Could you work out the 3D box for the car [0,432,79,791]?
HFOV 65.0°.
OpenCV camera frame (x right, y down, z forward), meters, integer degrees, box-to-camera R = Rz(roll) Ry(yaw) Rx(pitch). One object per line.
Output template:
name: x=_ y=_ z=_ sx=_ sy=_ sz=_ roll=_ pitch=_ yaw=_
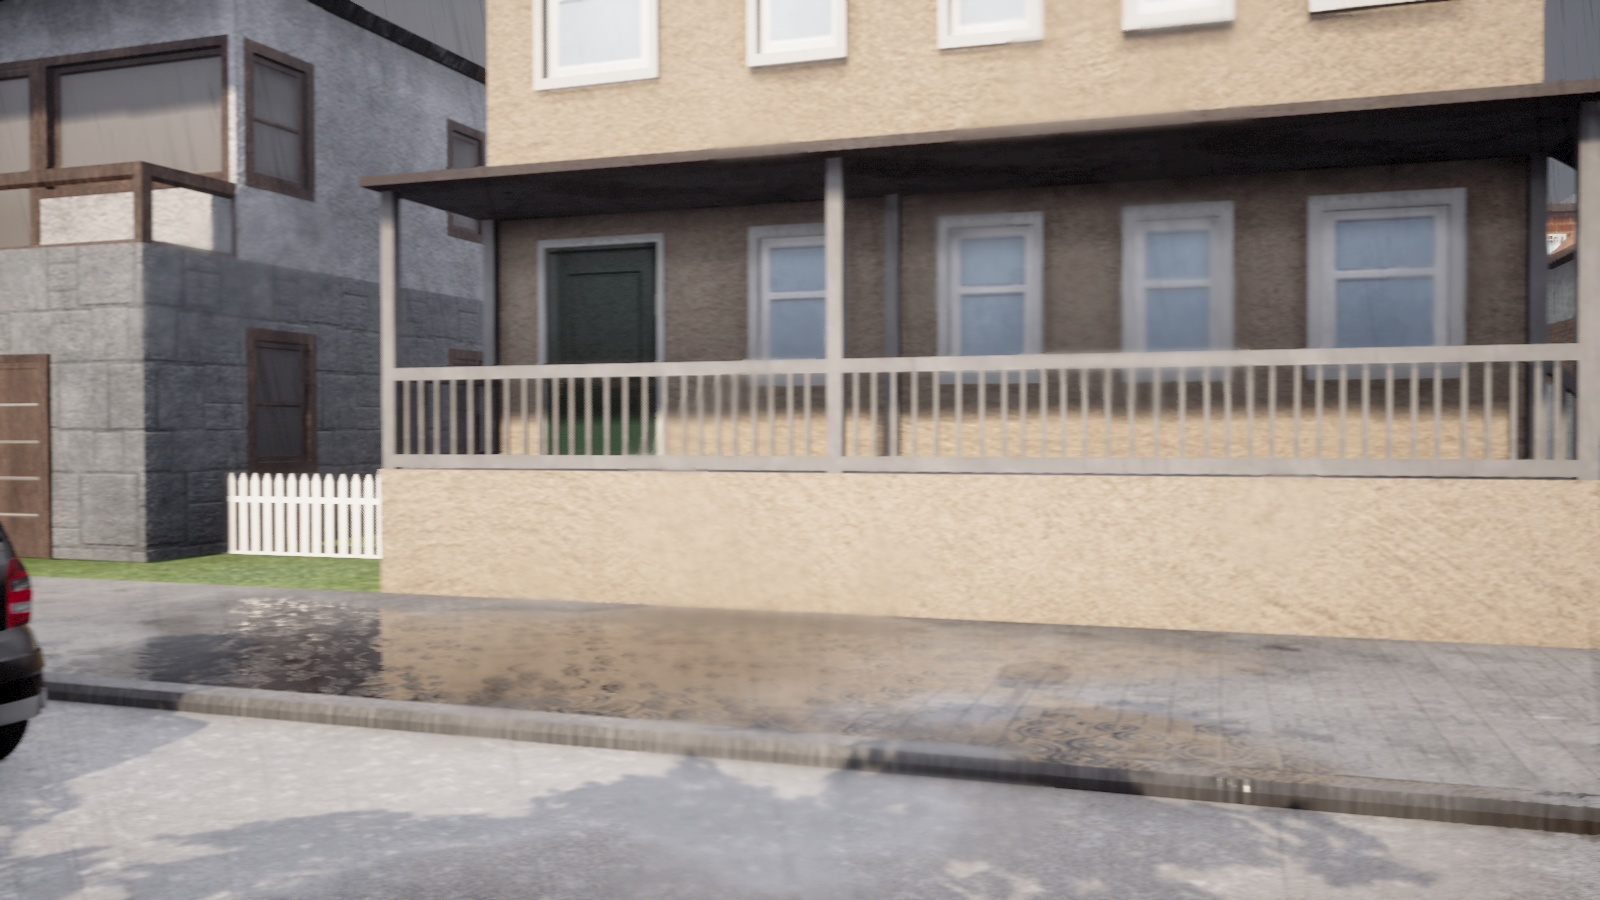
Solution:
car: x=-5.368 y=0.687 z=5.528 sx=3.705 sy=1.549 sz=1.789 roll=1 pitch=1 yaw=19
